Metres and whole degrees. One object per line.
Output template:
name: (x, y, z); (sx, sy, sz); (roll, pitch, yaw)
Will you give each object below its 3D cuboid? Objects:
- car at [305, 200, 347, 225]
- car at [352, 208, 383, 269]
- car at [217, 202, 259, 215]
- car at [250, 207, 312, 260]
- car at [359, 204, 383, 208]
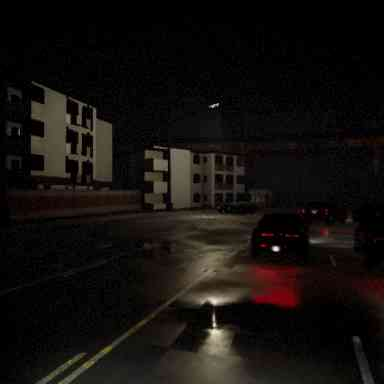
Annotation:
car: (9.933, 1.426, 24.920); (2.097, 1.767, 4.553); (0, 0, 41)
car: (6.552, 1.512, 10.988); (1.882, 1.535, 5.008); (0, 0, 21)
car: (4.816, 1.688, 34.802); (4.718, 1.301, 1.895); (0, 0, -41)
car: (3.506, 1.541, 12.829); (1.837, 1.490, 4.892); (0, 0, 21)
car: (12.287, 1.546, 22.279); (1.882, 1.535, 5.008); (0, 0, 41)
